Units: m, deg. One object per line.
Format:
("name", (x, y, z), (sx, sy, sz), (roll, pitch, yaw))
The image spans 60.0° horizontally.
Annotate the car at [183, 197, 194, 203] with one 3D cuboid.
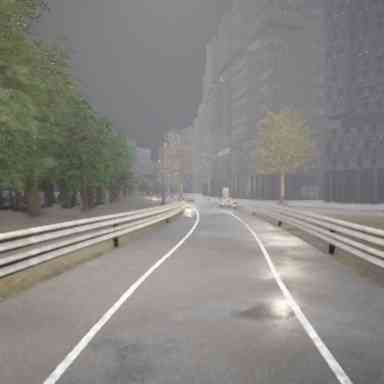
("car", (-0.996, 1.624, 67.760), (1.895, 1.301, 4.718), (0, 0, -13))
